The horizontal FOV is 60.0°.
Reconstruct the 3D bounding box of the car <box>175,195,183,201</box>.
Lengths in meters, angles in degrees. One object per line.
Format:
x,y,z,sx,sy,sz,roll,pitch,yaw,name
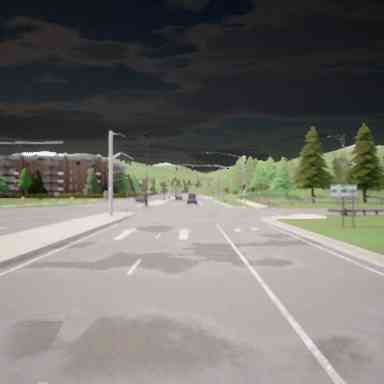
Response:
-3.486,1.570,88.409,2.128,1.511,4.902,0,0,0,car

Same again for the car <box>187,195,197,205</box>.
0.010,1.749,63.004,1.895,1.301,4.718,0,0,0,car

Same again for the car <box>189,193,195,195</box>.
0.014,1.270,88.441,2.150,2.045,5.566,0,0,0,car

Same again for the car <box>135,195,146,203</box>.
-11.489,1.532,75.031,2.097,1.767,4.553,0,0,0,car
